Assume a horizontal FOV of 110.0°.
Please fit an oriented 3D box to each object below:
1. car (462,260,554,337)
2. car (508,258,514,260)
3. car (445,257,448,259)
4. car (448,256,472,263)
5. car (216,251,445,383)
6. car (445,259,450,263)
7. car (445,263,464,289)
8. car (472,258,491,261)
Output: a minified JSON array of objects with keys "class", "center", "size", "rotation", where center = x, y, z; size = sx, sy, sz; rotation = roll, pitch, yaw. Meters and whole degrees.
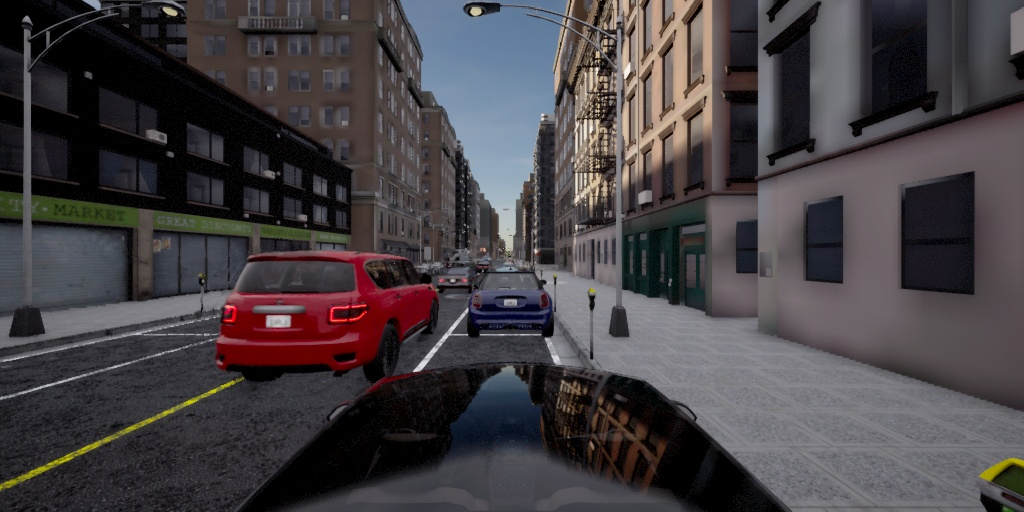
[{"class":"car","center":[-0.033,1.102,10.470],"size":[2.097,1.767,4.553],"rotation":[0,0,0]},{"class":"car","center":[-0.383,1.269,39.031],"size":[1.751,1.417,4.829],"rotation":[0,0,0]},{"class":"car","center":[-8.408,1.052,49.696],"size":[2.192,1.841,5.009],"rotation":[0,0,0]},{"class":"car","center":[-5.833,0.965,42.876],"size":[2.150,2.045,5.566],"rotation":[0,0,0]},{"class":"car","center":[-3.018,0.966,7.287],"size":[2.150,2.045,5.566],"rotation":[0,-1,0]},{"class":"car","center":[-8.408,1.295,38.870],"size":[2.007,1.370,4.403],"rotation":[0,0,0]},{"class":"car","center":[-2.976,1.297,20.707],"size":[2.033,1.411,5.357],"rotation":[0,0,1]},{"class":"car","center":[-2.953,1.249,39.102],"size":[1.837,1.490,4.892],"rotation":[0,0,0]}]
